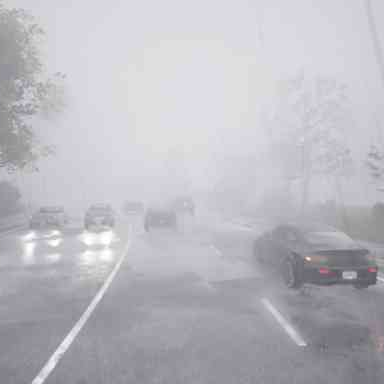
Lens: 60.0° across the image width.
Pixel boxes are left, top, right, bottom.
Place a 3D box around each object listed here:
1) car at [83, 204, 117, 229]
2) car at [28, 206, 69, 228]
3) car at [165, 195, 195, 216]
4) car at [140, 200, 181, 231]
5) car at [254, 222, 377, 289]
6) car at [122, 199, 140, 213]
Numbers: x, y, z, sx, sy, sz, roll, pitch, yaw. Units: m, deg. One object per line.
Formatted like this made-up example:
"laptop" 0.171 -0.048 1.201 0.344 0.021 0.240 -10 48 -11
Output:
"car" -6.181 1.564 22.562 2.128 1.511 4.902 0 0 -12
"car" -9.814 1.680 23.004 1.895 1.301 4.718 0 0 -13
"car" -1.372 1.314 33.035 2.150 2.045 5.566 0 0 -16
"car" -2.162 1.538 21.349 1.882 1.535 5.008 0 0 -11
"car" 3.060 1.541 9.098 1.812 1.442 4.674 0 0 -4
"car" -7.035 1.595 39.081 1.882 1.535 5.008 0 0 -19
